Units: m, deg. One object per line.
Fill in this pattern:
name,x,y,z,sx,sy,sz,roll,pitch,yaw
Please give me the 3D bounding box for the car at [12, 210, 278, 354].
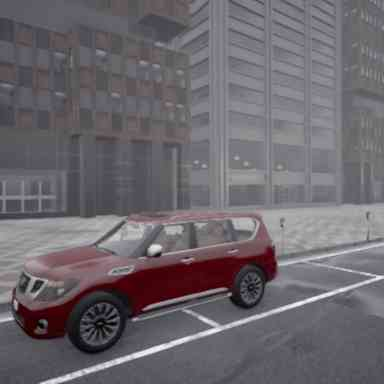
car,-0.514,1.306,6.299,5.009,1.841,2.192,0,0,-36
